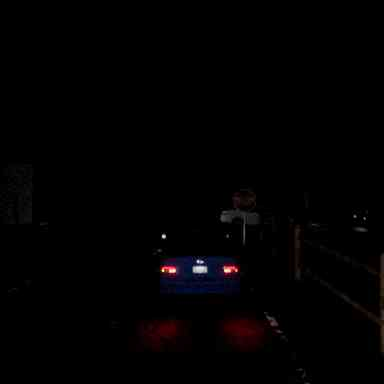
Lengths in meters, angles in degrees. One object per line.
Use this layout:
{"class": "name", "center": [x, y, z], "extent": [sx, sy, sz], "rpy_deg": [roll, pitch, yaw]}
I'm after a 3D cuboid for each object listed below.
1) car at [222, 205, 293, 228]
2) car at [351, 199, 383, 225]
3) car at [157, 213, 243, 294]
{"class": "car", "center": [4.187, 1.595, 21.743], "extent": [4.674, 1.442, 1.812], "rpy_deg": [1, -1, 1]}
{"class": "car", "center": [14.819, 1.496, 24.547], "extent": [5.566, 2.045, 2.150], "rpy_deg": [1, 0, 1]}
{"class": "car", "center": [0.114, 1.545, 8.932], "extent": [2.033, 1.411, 5.357], "rpy_deg": [0, 0, -1]}
